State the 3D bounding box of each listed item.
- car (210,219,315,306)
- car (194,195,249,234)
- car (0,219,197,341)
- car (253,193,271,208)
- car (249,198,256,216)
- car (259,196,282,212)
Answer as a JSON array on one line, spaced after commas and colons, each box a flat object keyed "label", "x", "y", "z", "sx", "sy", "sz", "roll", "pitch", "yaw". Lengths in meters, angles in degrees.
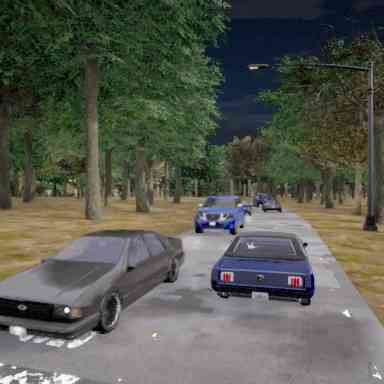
[{"label": "car", "x": 1.858, "y": 1.603, "z": 8.168, "sx": 1.895, "sy": 1.301, "sz": 4.718, "roll": 0, "pitch": 0, "yaw": 16}, {"label": "car", "x": 1.754, "y": 1.228, "z": 19.210, "sx": 2.150, "sy": 2.045, "sz": 5.566, "roll": 0, "pitch": 0, "yaw": 16}, {"label": "car", "x": -1.672, "y": 1.551, "z": 7.186, "sx": 2.033, "sy": 1.411, "sz": 5.357, "roll": 0, "pitch": 0, "yaw": 17}, {"label": "car", "x": 10.123, "y": 1.143, "z": 47.725, "sx": 2.150, "sy": 2.045, "sz": 5.566, "roll": 0, "pitch": 0, "yaw": 3}, {"label": "car", "x": 4.947, "y": 1.539, "z": 32.482, "sx": 2.033, "sy": 1.411, "sz": 5.357, "roll": 0, "pitch": 0, "yaw": 11}, {"label": "car", "x": 9.019, "y": 1.536, "z": 37.776, "sx": 1.994, "sy": 1.385, "sz": 4.181, "roll": 0, "pitch": 0, "yaw": 8}]
